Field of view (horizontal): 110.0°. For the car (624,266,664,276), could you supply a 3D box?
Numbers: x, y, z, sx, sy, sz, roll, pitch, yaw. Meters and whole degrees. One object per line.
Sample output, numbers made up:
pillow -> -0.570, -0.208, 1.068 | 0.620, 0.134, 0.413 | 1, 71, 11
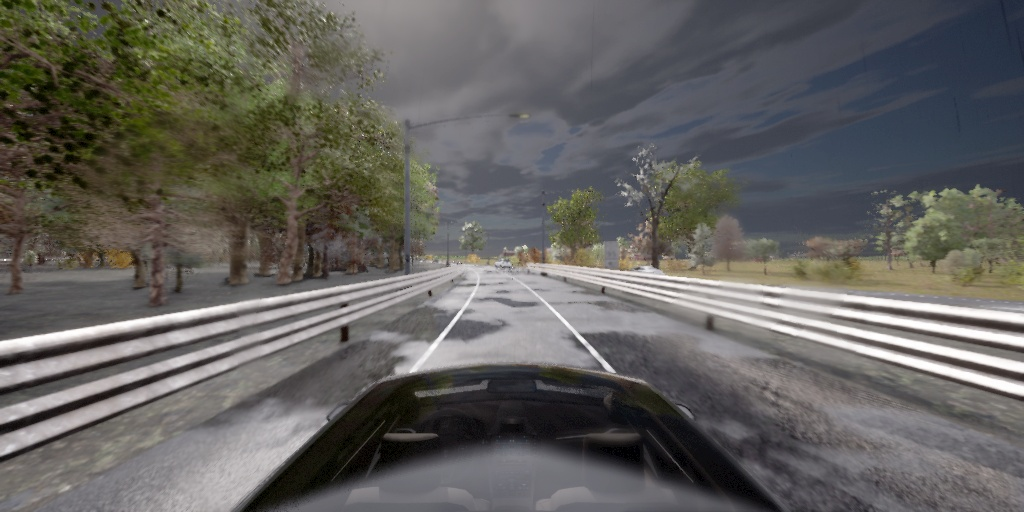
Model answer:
car -> 12.794, 1.692, 35.170 | 1.812, 1.442, 4.674 | 0, 0, -21
